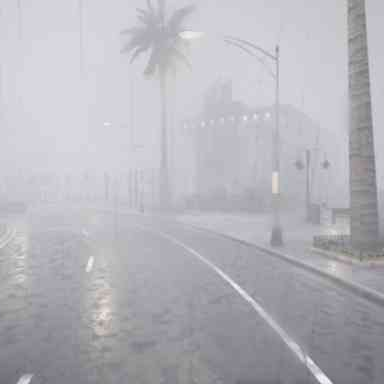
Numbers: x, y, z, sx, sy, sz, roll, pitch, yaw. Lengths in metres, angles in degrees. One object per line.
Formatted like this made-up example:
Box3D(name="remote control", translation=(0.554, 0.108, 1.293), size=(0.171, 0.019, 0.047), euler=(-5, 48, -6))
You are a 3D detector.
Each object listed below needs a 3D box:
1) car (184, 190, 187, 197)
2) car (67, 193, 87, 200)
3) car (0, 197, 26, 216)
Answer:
Box3D(name="car", translation=(-0.353, 0.915, 60.633), size=(4.674, 1.452, 2.002), euler=(0, 1, 33))
Box3D(name="car", translation=(-20.625, 0.776, 60.265), size=(4.553, 1.767, 2.185), euler=(0, 1, 33))
Box3D(name="car", translation=(-16.739, 1.245, 30.242), size=(1.882, 1.535, 5.008), euler=(0, 0, -44))
